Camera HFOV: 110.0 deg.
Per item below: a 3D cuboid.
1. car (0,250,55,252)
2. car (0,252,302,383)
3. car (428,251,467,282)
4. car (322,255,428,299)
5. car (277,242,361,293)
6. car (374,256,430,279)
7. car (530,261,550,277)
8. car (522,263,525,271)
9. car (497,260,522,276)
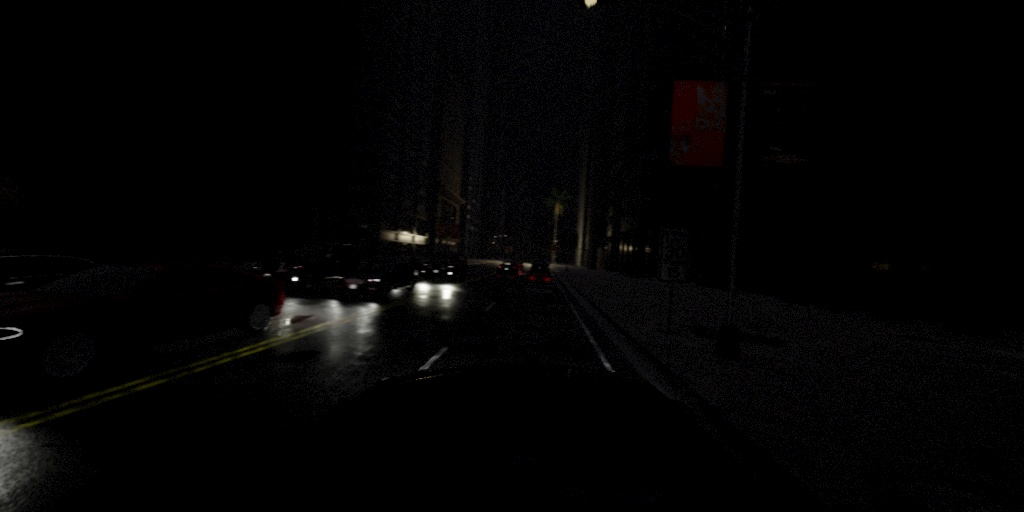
[{"bbox_3d":[-9.662,0.626,6.423,1.837,1.490,4.892,4,0,3],"label":"car"},{"bbox_3d":[-6.409,0.809,6.318,1.882,1.535,5.008,4,0,6],"label":"car"},{"bbox_3d":[-4.720,0.657,26.184,2.150,2.045,5.566,4,0,5],"label":"car"},{"bbox_3d":[-5.628,0.870,15.608,2.128,1.511,4.902,4,0,5],"label":"car"},{"bbox_3d":[-8.809,0.394,16.118,2.150,2.045,5.566,4,0,6],"label":"car"},{"bbox_3d":[-7.965,0.774,26.538,2.033,1.411,5.357,4,0,5],"label":"car"},{"bbox_3d":[3.134,1.294,40.090,2.097,1.767,4.553,4,0,5],"label":"car"},{"bbox_3d":[0.636,1.306,49.965,1.812,1.442,4.674,4,0,5],"label":"car"},{"bbox_3d":[-0.378,1.280,37.608,1.994,1.385,4.181,4,0,5],"label":"car"}]
